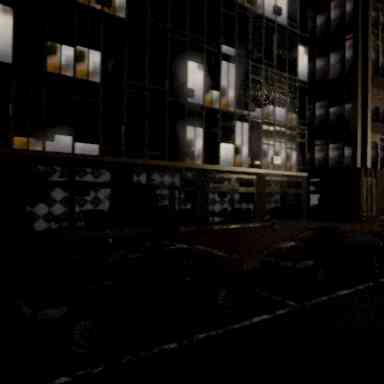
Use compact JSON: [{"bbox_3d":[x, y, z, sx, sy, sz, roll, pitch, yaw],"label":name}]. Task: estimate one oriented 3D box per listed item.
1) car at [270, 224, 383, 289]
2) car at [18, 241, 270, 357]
[{"bbox_3d":[3.750,1.623,9.224,4.206,1.307,1.802,0,1,-36],"label":"car"},{"bbox_3d":[-0.767,1.596,6.002,4.206,1.307,1.802,0,1,-36],"label":"car"}]
